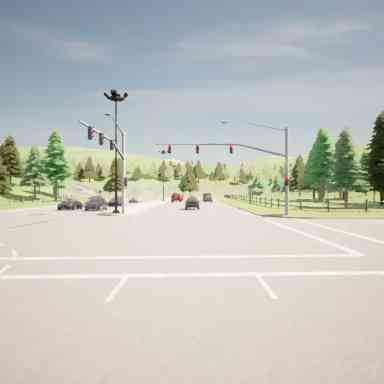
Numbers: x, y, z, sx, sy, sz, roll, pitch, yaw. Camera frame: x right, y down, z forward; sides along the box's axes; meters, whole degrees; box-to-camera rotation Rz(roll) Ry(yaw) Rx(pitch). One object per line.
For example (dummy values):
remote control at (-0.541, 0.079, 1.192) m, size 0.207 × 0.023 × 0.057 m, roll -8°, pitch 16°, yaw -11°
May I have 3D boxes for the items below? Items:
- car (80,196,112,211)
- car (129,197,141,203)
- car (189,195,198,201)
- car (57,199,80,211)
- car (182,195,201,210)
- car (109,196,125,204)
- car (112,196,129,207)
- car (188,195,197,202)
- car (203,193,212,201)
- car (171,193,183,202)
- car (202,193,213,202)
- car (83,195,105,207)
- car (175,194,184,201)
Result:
car at (-11.570, 1.505, 40.415) m, size 1.837 × 1.490 × 4.892 m, roll 0°, pitch 0°, yaw 0°
car at (-11.466, 1.601, 66.644) m, size 1.895 × 1.301 × 4.718 m, roll 0°, pitch 0°, yaw 1°
car at (0.321, 1.466, 84.503) m, size 2.128 × 1.511 × 4.902 m, roll 0°, pitch 0°, yaw 2°
car at (-15.058, 1.564, 41.249) m, size 1.994 × 1.385 × 4.181 m, roll 0°, pitch 0°, yaw 1°
car at (0.032, 1.504, 43.214) m, size 1.837 × 1.490 × 4.892 m, roll 0°, pitch 0°, yaw 0°
car at (-14.959, 1.496, 66.584) m, size 2.128 × 1.511 × 4.902 m, roll 0°, pitch 0°, yaw 0°
car at (-11.558, 1.547, 51.039) m, size 2.033 × 1.411 × 5.357 m, roll 0°, pitch 0°, yaw 0°
car at (0.095, 1.475, 74.233) m, size 1.882 × 1.535 × 5.008 m, roll 0°, pitch 0°, yaw 1°
car at (3.820, 1.166, 84.439) m, size 2.150 × 2.045 × 5.566 m, roll 0°, pitch 0°, yaw 2°
car at (-3.409, 1.221, 73.853) m, size 2.150 × 2.045 × 5.566 m, roll 0°, pitch 0°, yaw 1°
car at (3.591, 1.536, 73.814) m, size 2.033 × 1.411 × 5.357 m, roll 0°, pitch 0°, yaw 1°
car at (-15.053, 1.355, 51.221) m, size 2.097 × 1.767 × 4.553 m, roll 0°, pitch 0°, yaw 0°
car at (-3.178, 1.419, 84.598) m, size 1.882 × 1.535 × 5.008 m, roll 0°, pitch 0°, yaw 2°
